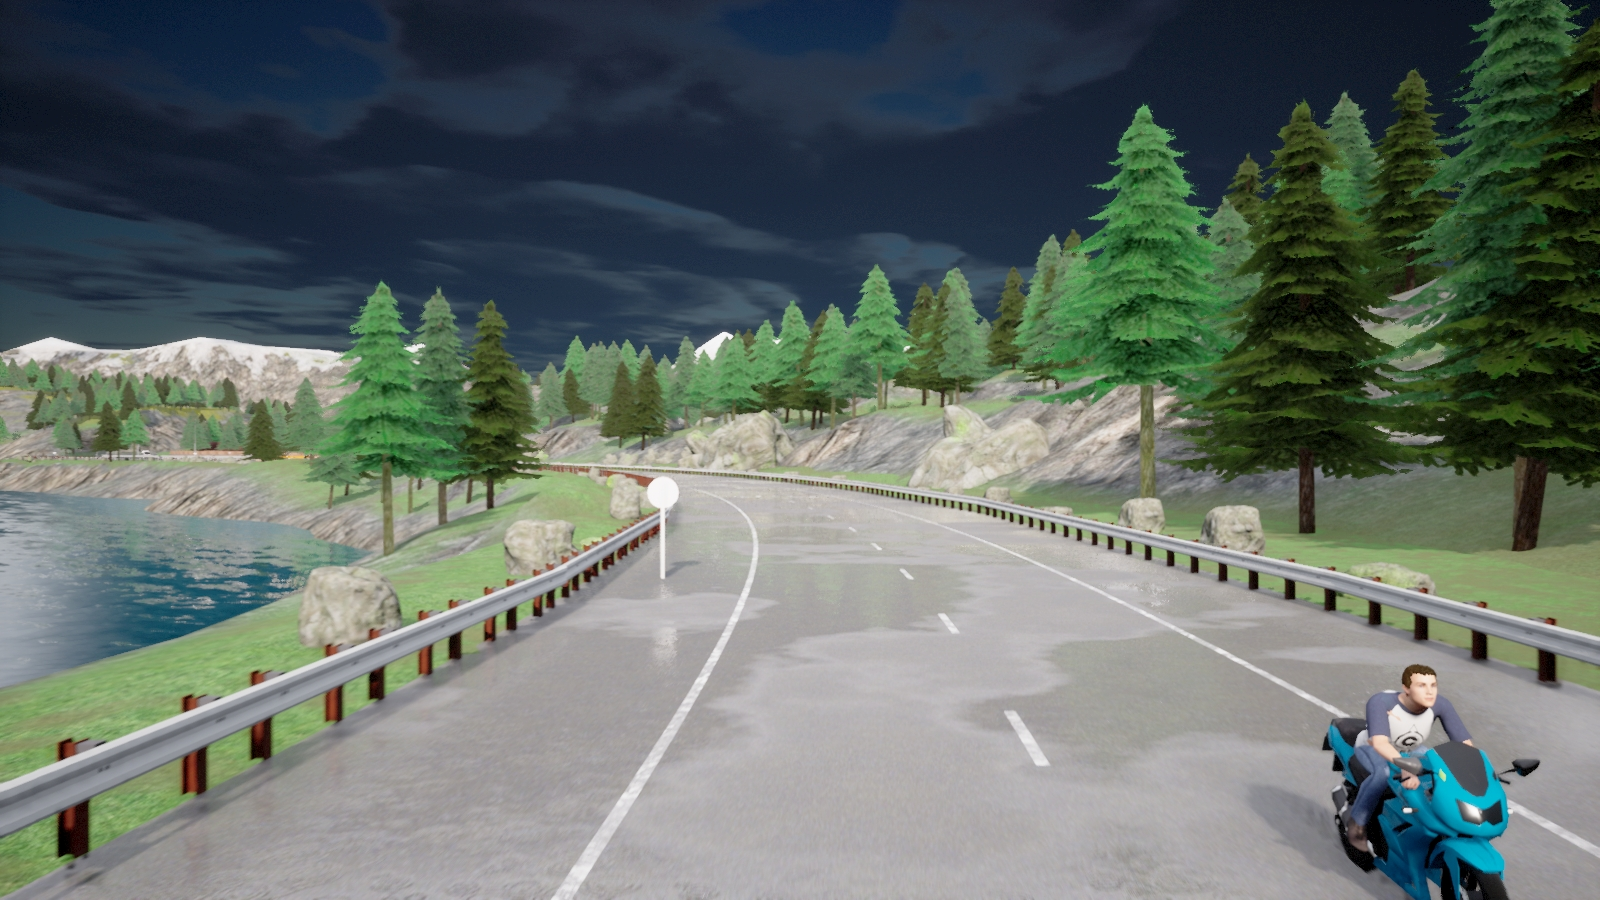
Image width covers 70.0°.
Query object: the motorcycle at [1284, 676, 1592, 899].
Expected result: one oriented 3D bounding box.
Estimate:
[{"bbox_3d":[3.714,2.177,6.901,0.803,1.217,2.033,0,0,3],"label":"motorcycle"}]
